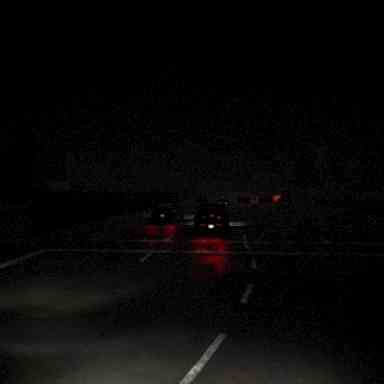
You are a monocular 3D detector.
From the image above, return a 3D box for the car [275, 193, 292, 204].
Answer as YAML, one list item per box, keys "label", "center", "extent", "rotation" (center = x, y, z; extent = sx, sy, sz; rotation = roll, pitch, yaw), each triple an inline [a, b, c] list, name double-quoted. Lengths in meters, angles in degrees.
- label: "car"
  center: [15.817, 1.217, 56.788]
  extent: [2.033, 1.411, 5.357]
  rotation: [0, 0, 6]

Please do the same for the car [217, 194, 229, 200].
- label: "car"
  center: [5.252, 1.248, 56.776]
  extent: [1.994, 1.385, 4.181]
  rotation: [0, 0, 6]

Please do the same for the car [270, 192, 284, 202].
- label: "car"
  center: [16.796, 0.973, 65.651]
  extent: [2.097, 1.767, 4.553]
  rotation: [0, 0, 6]

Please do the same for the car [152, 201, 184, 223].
- label: "car"
  center: [-1.725, 1.395, 24.483]
  extent: [1.812, 1.442, 4.674]
  rotation: [0, 0, 6]

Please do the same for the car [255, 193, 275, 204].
- label: "car"
  center: [12.164, 1.159, 55.593]
  extent: [1.882, 1.535, 5.008]
  rotation: [0, 0, 6]

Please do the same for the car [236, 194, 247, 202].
- label: "car"
  center: [9.691, 1.114, 65.092]
  extent: [1.882, 1.535, 5.008]
  rotation: [0, 0, 6]

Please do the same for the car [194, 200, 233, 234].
- label: "car"
  center: [1.166, 1.402, 18.540]
  extent: [1.837, 1.490, 4.892]
  rotation: [0, 0, 6]

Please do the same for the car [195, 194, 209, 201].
- label: "car"
  center: [1.812, 1.037, 57.510]
  extent: [2.097, 1.767, 4.553]
  rotation: [0, 0, 6]

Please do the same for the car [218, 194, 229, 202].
- label: "car"
  center: [6.213, 1.129, 65.476]
  extent: [2.128, 1.511, 4.902]
  rotation: [0, 0, 6]

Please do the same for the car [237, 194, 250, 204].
- label: "car"
  center: [8.685, 1.162, 55.977]
  extent: [1.882, 1.535, 5.008]
  rotation: [0, 0, 6]
